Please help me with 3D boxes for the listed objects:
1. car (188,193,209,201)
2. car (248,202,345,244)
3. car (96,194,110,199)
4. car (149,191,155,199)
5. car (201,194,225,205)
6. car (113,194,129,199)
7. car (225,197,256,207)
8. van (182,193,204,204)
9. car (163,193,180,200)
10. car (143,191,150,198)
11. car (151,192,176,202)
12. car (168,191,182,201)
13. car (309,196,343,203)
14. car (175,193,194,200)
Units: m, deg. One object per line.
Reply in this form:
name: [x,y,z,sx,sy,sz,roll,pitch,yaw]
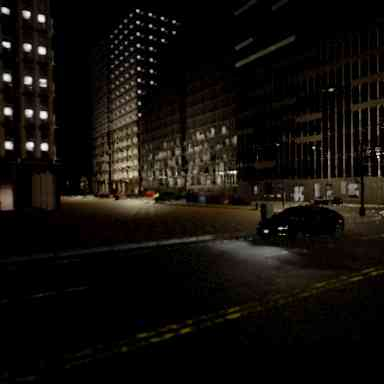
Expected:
car: [1.253,1.013,67.758,1.752,1.417,4.829,-1,1,-34]
car: [5.066,1.398,15.246,4.892,1.490,1.837,0,0,-35]
car: [-23.903,1.117,91.022,1.947,1.339,4.313,-1,1,-34]
car: [-7.975,0.959,81.596,1.752,1.417,4.829,-1,1,-34]
car: [3.697,1.298,49.373,1.802,1.307,4.206,-1,1,-34]
car: [-17.863,1.139,81.704,1.887,1.381,4.507,-1,1,-34]
car: [6.777,1.313,44.754,1.802,1.307,4.206,-1,1,-34]
van: [0.613,1.042,53.989,1.690,1.788,3.998,-1,1,-34]
car: [-4.804,0.997,76.843,1.887,1.381,4.507,-1,1,-34]
car: [-10.959,0.730,86.065,2.192,1.841,5.009,-1,1,-34]
car: [-5.450,1.193,63.087,1.752,1.417,4.829,-1,1,-34]
car: [-4.633,0.924,66.734,2.150,2.045,5.566,-2,1,-34]
car: [17.432,1.137,43.351,1.947,1.339,4.313,-1,1,-34]
car: [-1.728,1.021,72.230,2.008,1.369,4.403,-1,1,-34]
